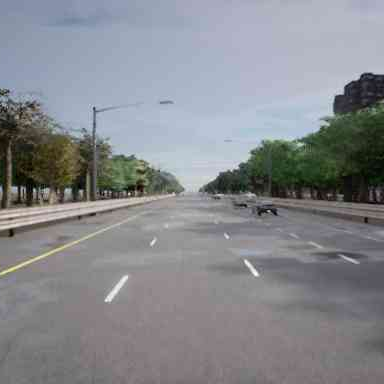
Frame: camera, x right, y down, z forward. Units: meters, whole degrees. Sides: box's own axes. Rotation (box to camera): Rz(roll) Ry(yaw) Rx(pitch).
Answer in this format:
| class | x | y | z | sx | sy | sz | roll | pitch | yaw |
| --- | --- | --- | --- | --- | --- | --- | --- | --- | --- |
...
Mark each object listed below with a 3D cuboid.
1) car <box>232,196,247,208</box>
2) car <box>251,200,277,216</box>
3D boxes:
| class | x | y | z | sx | sy | sz | roll | pitch | yaw |
| --- | --- | --- | --- | --- | --- | --- | --- | --- | --- |
| car | 7.135 | 1.595 | 50.482 | 2.033 | 1.411 | 5.357 | 0 | 0 | 0 |
| car | 7.059 | 1.534 | 32.835 | 1.837 | 1.490 | 4.892 | 0 | 0 | 0 |
